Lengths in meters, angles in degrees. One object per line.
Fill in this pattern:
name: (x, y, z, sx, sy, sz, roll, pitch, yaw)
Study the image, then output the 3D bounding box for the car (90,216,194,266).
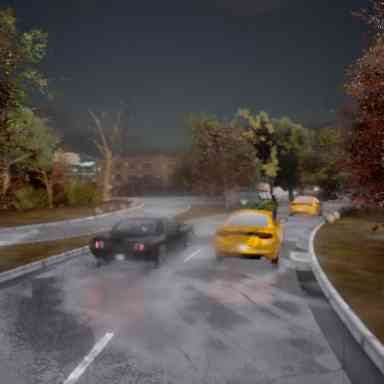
car: (-1.362, 1.474, 11.253, 1.895, 1.301, 4.718, 0, 1, 16)

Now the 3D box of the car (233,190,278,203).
car: (4.998, 0.851, 25.762, 2.150, 2.045, 5.566, 0, 1, 29)

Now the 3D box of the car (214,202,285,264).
car: (2.135, 1.354, 11.589, 1.882, 1.535, 5.008, 0, 1, 17)

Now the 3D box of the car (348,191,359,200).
car: (34.920, 0.712, 68.741, 2.150, 2.045, 5.566, 0, 0, -21)

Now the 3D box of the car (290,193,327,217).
car: (9.197, 1.092, 26.605, 1.882, 1.535, 5.008, 0, 1, 29)

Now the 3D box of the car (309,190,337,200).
car: (29.157, 0.705, 73.088, 2.150, 2.045, 5.566, 0, 0, -26)
